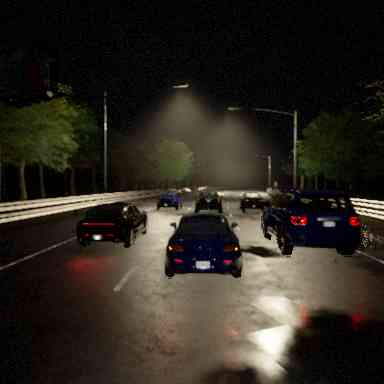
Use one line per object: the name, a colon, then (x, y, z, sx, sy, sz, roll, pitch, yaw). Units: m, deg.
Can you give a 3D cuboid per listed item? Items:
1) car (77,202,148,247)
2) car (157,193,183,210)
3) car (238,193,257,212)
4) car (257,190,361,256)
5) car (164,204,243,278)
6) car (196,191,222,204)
car: (-2.987, 1.174, 13.305, 1.837, 1.490, 4.892, 0, 1, 3)
car: (-1.924, 0.810, 29.336, 1.812, 1.442, 4.674, 0, 1, 5)
car: (4.972, 0.819, 27.880, 2.128, 1.511, 4.902, 0, 1, 5)
car: (3.954, 0.930, 11.947, 2.150, 2.045, 5.566, 0, 1, 3)
car: (0.326, 1.297, 9.255, 1.812, 1.442, 4.674, 0, 1, 2)
car: (1.458, 0.676, 27.831, 2.097, 1.767, 4.553, 0, 1, 5)
